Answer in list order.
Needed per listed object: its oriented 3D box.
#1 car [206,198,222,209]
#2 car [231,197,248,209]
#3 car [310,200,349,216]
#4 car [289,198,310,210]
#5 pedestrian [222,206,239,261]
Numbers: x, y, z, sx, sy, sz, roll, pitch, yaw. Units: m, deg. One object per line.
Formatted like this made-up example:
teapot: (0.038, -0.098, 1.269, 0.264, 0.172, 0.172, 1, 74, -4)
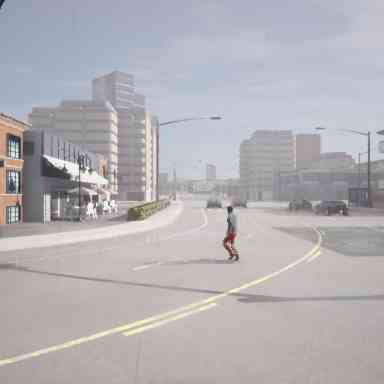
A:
car: (2.997, 1.565, 45.269, 1.994, 1.385, 4.181, 0, 0, 0)
car: (6.504, 1.507, 46.053, 1.837, 1.490, 4.892, 0, -1, 0)
car: (13.522, 1.505, 32.464, 1.837, 1.490, 4.892, 0, 0, 1)
car: (13.621, 1.526, 41.791, 1.812, 1.442, 4.674, 0, 0, 0)
pedestrian: (1.263, 1.294, 10.755, 0.375, 1.860, 0.375, 0, 0, 36)
